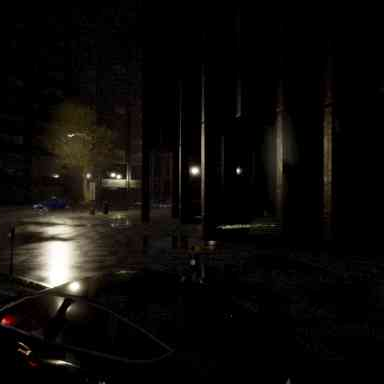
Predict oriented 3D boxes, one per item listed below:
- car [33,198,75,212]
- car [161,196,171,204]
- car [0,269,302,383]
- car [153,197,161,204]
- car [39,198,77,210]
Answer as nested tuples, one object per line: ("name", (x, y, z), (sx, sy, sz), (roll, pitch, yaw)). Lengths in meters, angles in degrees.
("car", (-16.242, 1.465, 39.077), (1.812, 1.442, 4.674), (0, 0, 35))
("car", (-2.824, 1.419, 57.974), (1.812, 1.442, 4.674), (0, 0, 36))
("car", (-1.013, 1.566, 3.674), (4.313, 1.339, 1.947), (0, 0, 35))
("car", (-5.021, 1.403, 60.489), (1.812, 1.442, 4.674), (0, 0, 36))
("car", (-17.355, 1.481, 43.134), (1.994, 1.385, 4.181), (0, 0, 35))
